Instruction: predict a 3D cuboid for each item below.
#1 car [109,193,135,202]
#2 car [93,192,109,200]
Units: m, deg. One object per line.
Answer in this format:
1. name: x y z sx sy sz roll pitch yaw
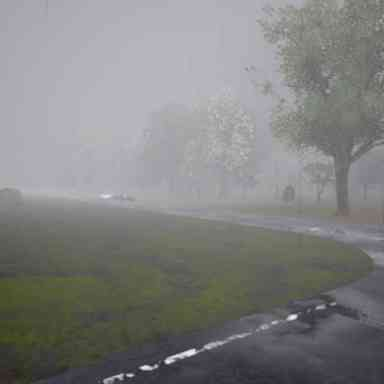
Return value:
1. car: -10.240 0.810 49.447 1.895 1.301 4.718 0 1 -33
2. car: -15.630 0.650 57.613 1.895 1.301 4.718 0 1 -33
